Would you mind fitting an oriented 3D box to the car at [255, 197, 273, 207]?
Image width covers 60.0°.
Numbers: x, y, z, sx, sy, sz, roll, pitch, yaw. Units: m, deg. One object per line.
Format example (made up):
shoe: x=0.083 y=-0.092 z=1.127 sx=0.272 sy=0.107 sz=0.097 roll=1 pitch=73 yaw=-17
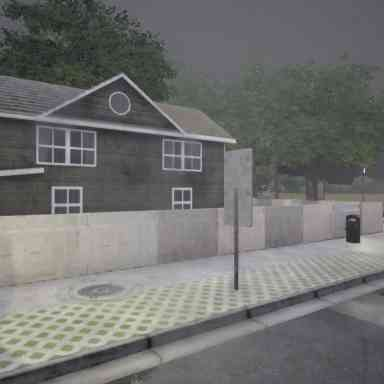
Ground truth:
car: x=7.181 y=1.319 z=32.240 sx=2.097 sy=1.767 sz=4.553 roll=0 pitch=0 yaw=-35
